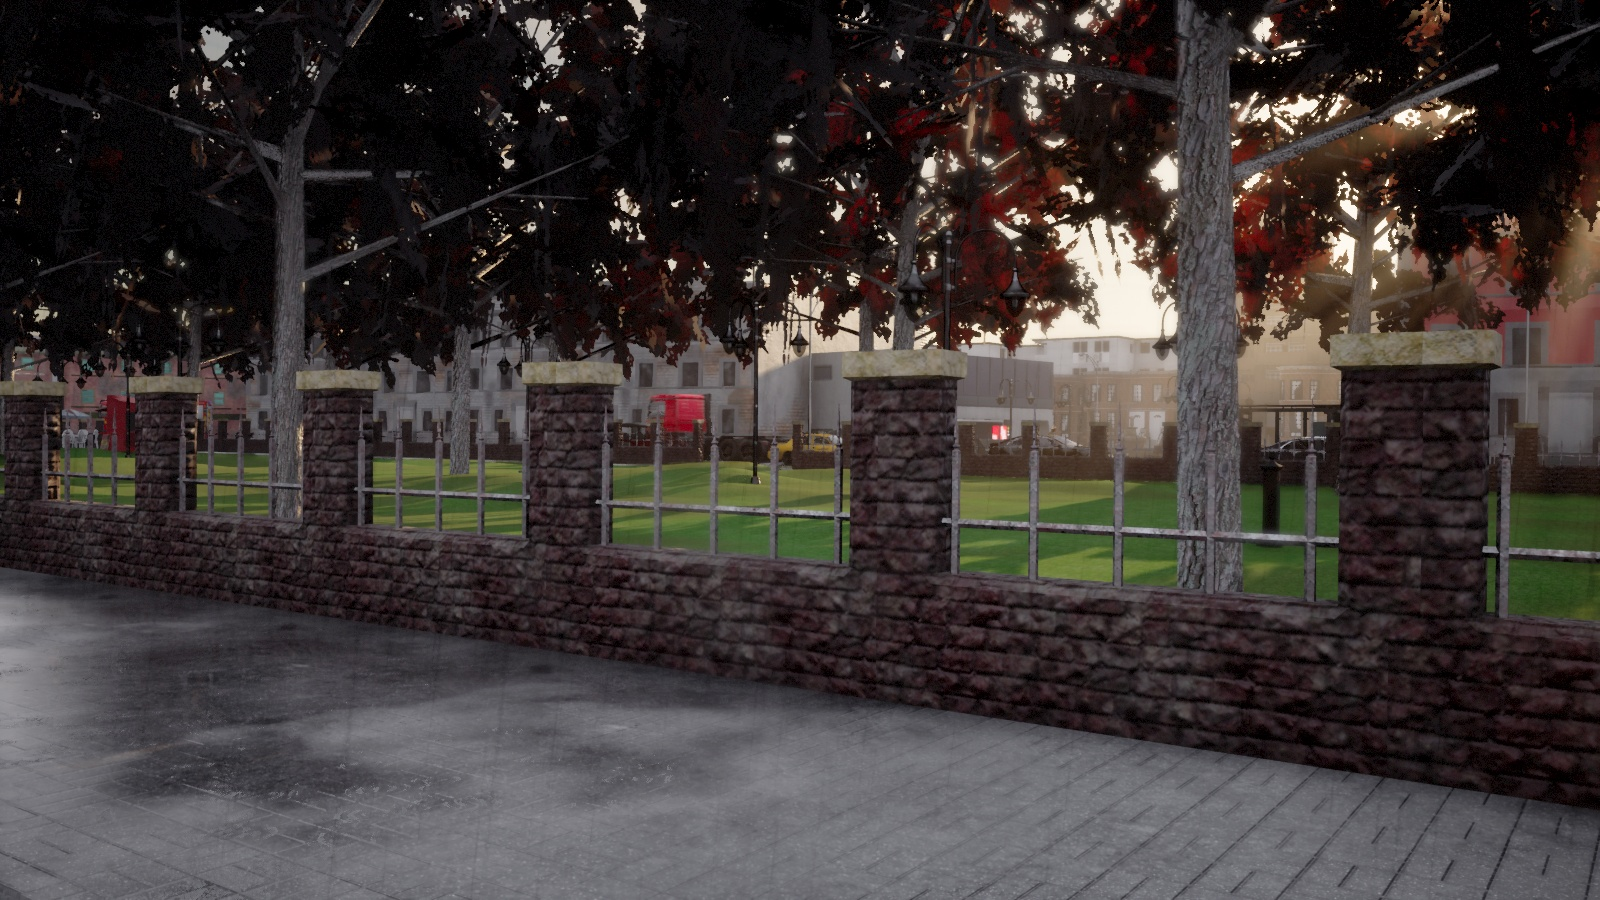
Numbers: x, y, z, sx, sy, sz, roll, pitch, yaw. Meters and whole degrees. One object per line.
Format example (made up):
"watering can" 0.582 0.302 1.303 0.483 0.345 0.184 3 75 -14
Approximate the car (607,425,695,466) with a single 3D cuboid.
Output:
"car" -7.080 -0.227 59.714 3.866 1.878 1.905 1 1 35

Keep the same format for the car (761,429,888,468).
"car" 0.998 -0.077 54.040 5.366 1.575 1.801 0 1 35

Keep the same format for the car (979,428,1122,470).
"car" 9.552 -0.055 48.023 4.902 1.511 2.128 0 1 35

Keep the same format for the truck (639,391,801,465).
"truck" -4.034 -1.067 62.446 7.936 3.462 2.891 0 1 35

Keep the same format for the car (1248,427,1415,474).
"car" 17.818 -0.001 42.210 4.892 1.490 1.837 0 1 35

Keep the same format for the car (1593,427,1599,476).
"car" 25.908 0.024 36.535 4.674 1.442 1.812 0 1 36
